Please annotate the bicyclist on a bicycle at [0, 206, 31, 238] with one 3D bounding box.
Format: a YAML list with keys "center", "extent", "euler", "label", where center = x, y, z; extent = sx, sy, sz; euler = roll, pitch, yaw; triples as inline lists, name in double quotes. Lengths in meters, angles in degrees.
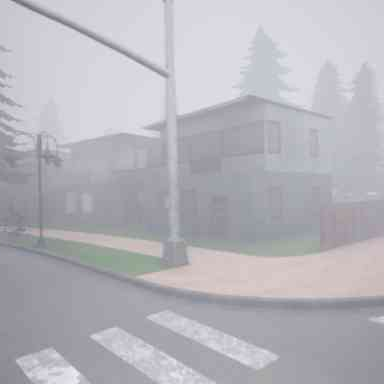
- center: [-9.168, 1.548, 17.210]
  extent: [0.582, 1.620, 1.656]
  euler: [-2, 0, 39]
  label: "bicyclist on a bicycle"
